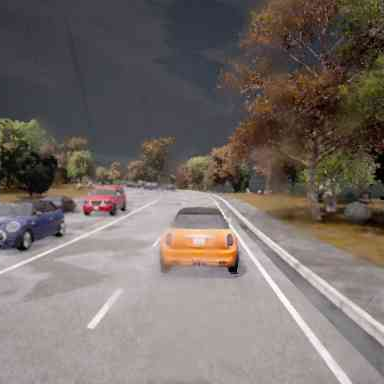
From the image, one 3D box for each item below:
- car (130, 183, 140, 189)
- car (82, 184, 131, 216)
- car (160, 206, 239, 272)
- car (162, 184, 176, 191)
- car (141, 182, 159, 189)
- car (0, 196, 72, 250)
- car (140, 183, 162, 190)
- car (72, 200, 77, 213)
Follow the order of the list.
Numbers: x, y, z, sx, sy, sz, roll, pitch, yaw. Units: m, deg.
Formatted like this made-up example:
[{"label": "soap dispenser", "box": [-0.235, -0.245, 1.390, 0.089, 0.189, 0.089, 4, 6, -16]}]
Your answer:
[{"label": "car", "box": [-14.447, -1.657, 82.681, 2.033, 1.411, 5.357, 1, 2, -39]}, {"label": "car", "box": [-6.464, 0.602, 25.284, 2.150, 2.045, 5.566, 0, 3, 1]}, {"label": "car", "box": [0.241, 1.242, 10.605, 2.097, 1.767, 4.553, 0, 1, 1]}, {"label": "car", "box": [-5.449, -1.050, 74.406, 2.033, 1.411, 5.357, 1, 2, -29]}, {"label": "car", "box": [-10.636, -1.608, 83.413, 2.128, 1.511, 4.902, 1, 2, -39]}, {"label": "car", "box": [-6.791, 1.134, 13.157, 2.097, 1.767, 4.553, 0, 1, 2]}, {"label": "car", "box": [-9.140, -1.325, 73.985, 2.097, 1.767, 4.553, 1, 2, -29]}, {"label": "car", "box": [-9.992, 0.962, 24.339, 1.994, 1.385, 4.181, 0, 2, 1]}]
